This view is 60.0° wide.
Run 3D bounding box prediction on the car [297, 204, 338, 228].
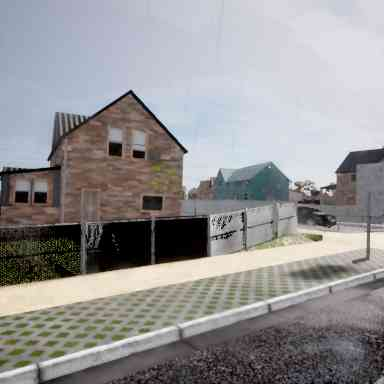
[{"bbox_3d":[7.772,1.657,23.273,1.837,1.490,4.892,3,-1,-29],"label":"car"}]
